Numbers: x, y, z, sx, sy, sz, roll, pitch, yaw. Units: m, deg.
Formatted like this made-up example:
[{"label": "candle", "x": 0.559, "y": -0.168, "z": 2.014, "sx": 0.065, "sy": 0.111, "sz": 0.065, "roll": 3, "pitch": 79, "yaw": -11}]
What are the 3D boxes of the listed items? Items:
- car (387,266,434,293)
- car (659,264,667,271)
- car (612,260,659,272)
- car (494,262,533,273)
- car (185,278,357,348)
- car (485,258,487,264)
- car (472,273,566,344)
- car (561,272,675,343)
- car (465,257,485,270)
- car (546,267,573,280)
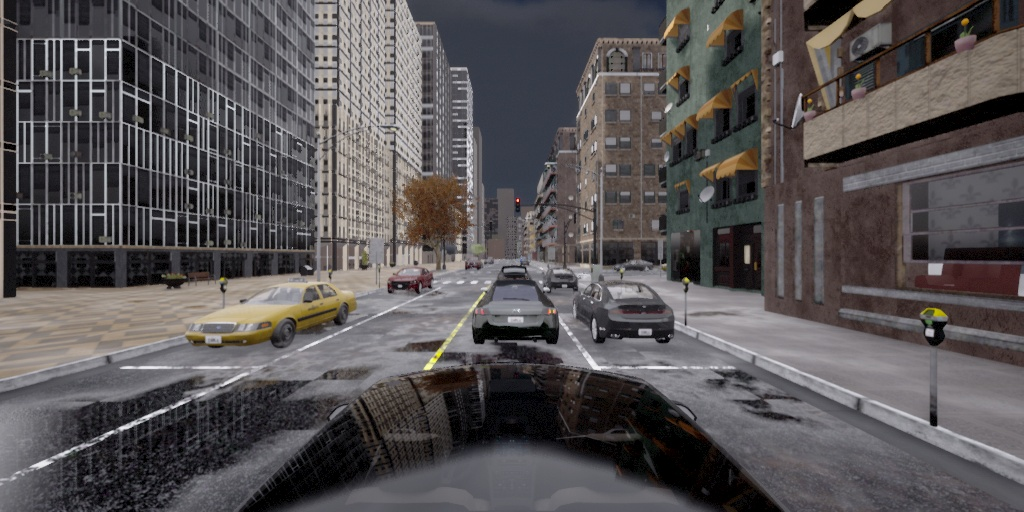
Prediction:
[{"label": "car", "x": -5.695, "y": 1.291, "z": 20.478, "sx": 1.888, "sy": 1.381, "sz": 4.507, "roll": 0, "pitch": 0, "yaw": 0}, {"label": "car", "x": 18.825, "y": 0.990, "z": 39.953, "sx": 4.829, "sy": 1.417, "sz": 1.751, "roll": 0, "pitch": 0, "yaw": -1}, {"label": "car", "x": 13.428, "y": 1.092, "z": 39.897, "sx": 4.403, "sy": 1.370, "sz": 2.007, "roll": 0, "pitch": 0, "yaw": -1}, {"label": "car", "x": 0.101, "y": 1.251, "z": 19.609, "sx": 1.837, "sy": 1.490, "sz": 4.892, "roll": 0, "pitch": 0, "yaw": -1}, {"label": "car", "x": -5.693, "y": 1.273, "z": 9.242, "sx": 1.751, "sy": 1.417, "sz": 4.829, "roll": 0, "pitch": 0, "yaw": 0}, {"label": "car", "x": -5.702, "y": 1.332, "z": 58.388, "sx": 1.948, "sy": 1.339, "sz": 4.313, "roll": 0, "pitch": 0, "yaw": 0}, {"label": "car", "x": 0.085, "y": 1.311, "z": 9.560, "sx": 1.994, "sy": 1.385, "sz": 4.181, "roll": 0, "pitch": 0, "yaw": 0}, {"label": "car", "x": 2.687, "y": 1.298, "z": 9.413, "sx": 2.007, "sy": 1.370, "sz": 4.403, "roll": 0, "pitch": 0, "yaw": 0}, {"label": "car", "x": -5.701, "y": 1.077, "z": 52.865, "sx": 2.192, "sy": 1.841, "sz": 5.009, "roll": 0, "pitch": 0, "yaw": 0}, {"label": "car", "x": 2.685, "y": 1.297, "z": 20.479, "sx": 2.007, "sy": 1.370, "sz": 4.403, "roll": 0, "pitch": 0, "yaw": 0}]
